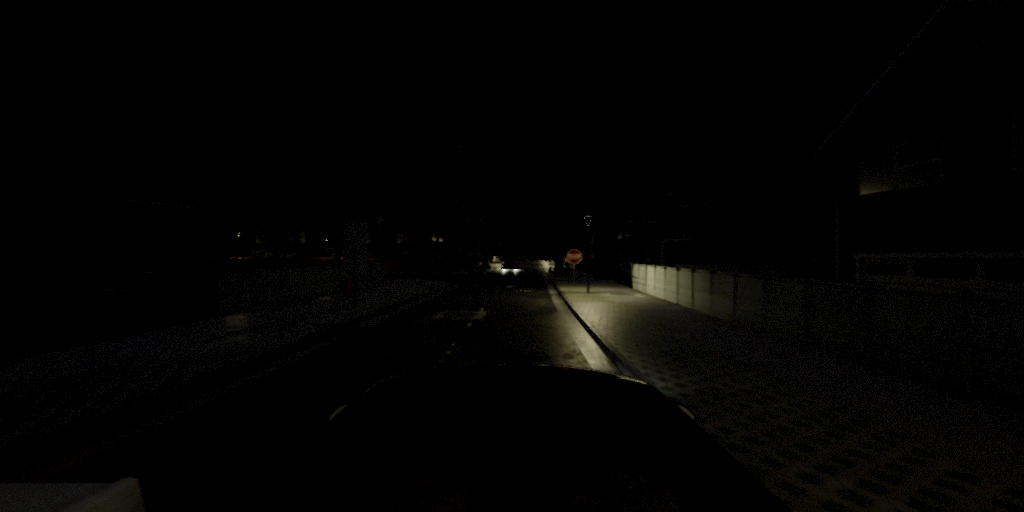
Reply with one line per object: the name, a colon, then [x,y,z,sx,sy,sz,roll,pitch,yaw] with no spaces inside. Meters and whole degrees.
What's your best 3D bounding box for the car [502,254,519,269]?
car: [-0.196,0.847,50.970,2.150,2.045,5.566,0,2,4]
